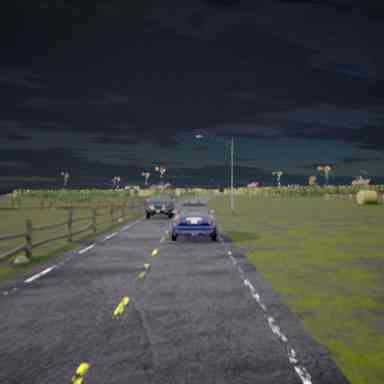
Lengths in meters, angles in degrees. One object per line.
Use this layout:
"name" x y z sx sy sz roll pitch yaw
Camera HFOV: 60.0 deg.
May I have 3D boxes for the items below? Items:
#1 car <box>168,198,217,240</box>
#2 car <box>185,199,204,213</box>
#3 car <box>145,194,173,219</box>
"car" 0.099 1.340 16.934 2.097 1.767 4.553 0 0 0
"car" 0.273 1.540 36.724 1.994 1.385 4.181 0 0 1
"car" -2.689 1.196 29.313 2.150 2.045 5.566 0 0 1
